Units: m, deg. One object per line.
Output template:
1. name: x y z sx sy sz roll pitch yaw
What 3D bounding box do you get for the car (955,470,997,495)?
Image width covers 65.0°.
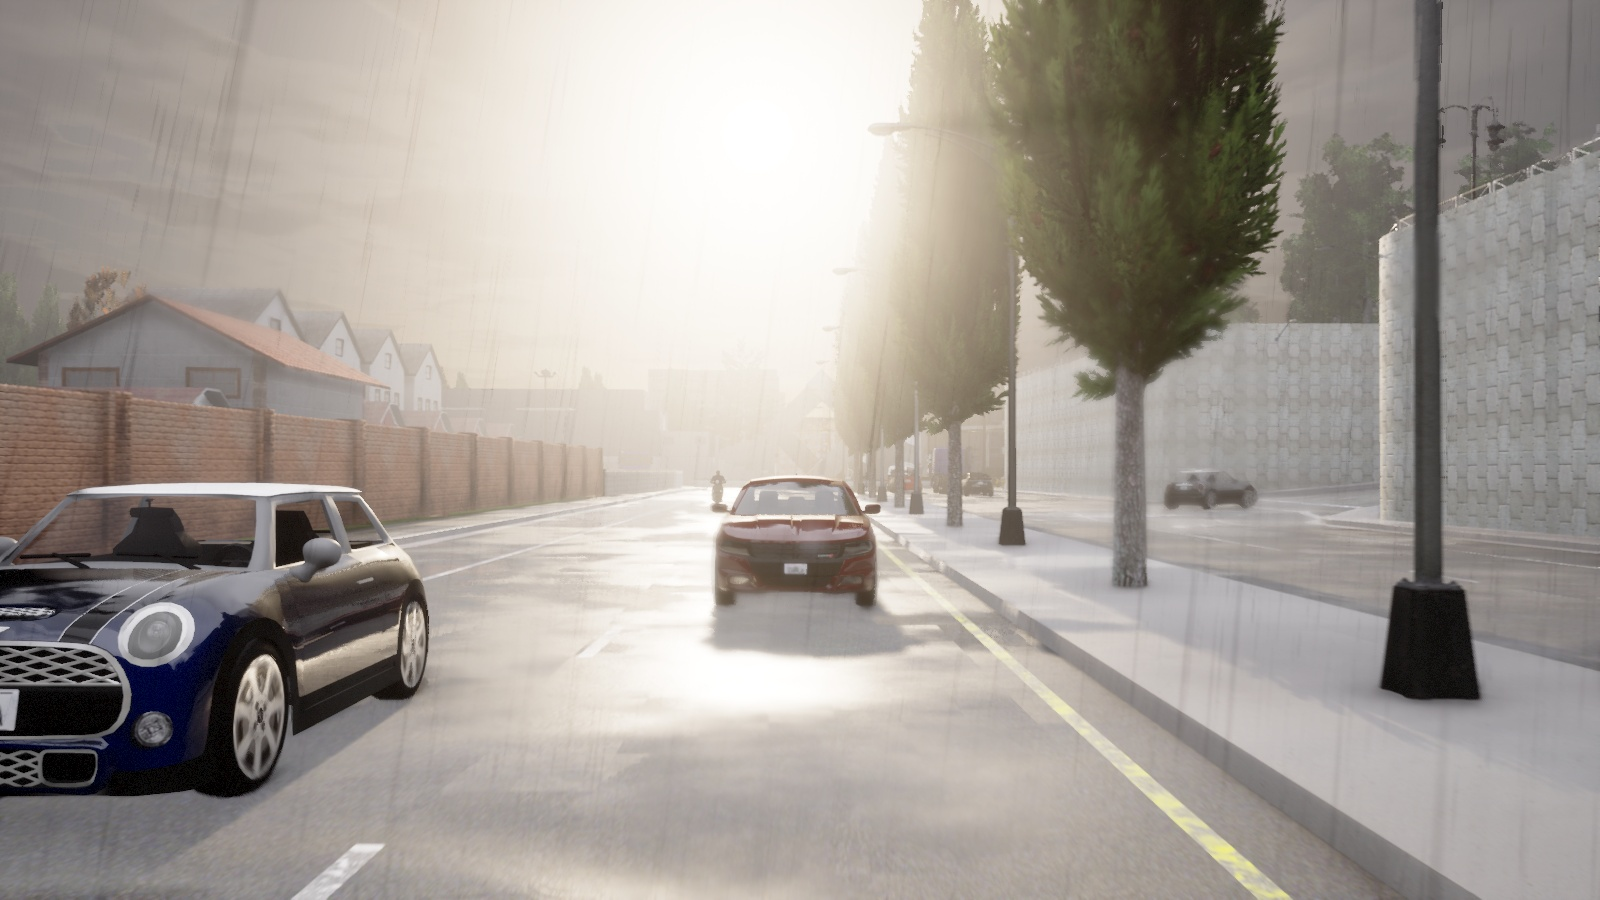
1. car: 11.304 2.070 80.849 2.007 1.525 4.514 0 -1 0

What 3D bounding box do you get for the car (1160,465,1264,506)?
1. car: 15.684 1.336 47.731 3.806 1.475 1.970 0 -2 -39

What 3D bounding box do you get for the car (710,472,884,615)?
1. car: -0.039 1.063 16.129 1.882 1.535 5.008 0 -1 0

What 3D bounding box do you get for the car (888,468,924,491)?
1. car: 7.783 2.182 92.816 2.242 1.667 4.611 0 -1 0

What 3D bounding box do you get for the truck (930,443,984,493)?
1. truck: 11.277 1.309 90.864 2.891 3.462 7.936 0 -1 0

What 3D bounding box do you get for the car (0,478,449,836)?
1. car: -3.518 0.914 7.183 1.970 1.475 3.806 0 -1 0

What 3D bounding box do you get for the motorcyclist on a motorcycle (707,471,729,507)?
1. motorcyclist on a motorcycle: -3.635 1.717 55.805 0.866 1.590 1.817 0 -1 0
